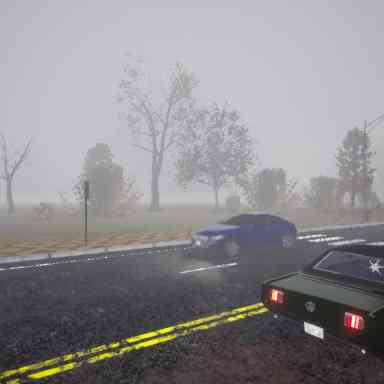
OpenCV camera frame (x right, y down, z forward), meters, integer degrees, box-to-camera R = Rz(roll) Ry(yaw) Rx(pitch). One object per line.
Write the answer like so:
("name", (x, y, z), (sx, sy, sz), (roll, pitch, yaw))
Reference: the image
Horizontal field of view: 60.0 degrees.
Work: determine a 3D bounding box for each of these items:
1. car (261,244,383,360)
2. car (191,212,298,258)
("car", (3.494, 1.600, 5.795), (4.718, 1.301, 1.895), (0, 0, -35))
("car", (2.155, 1.524, 12.945), (4.674, 1.442, 1.812), (0, 0, -34))
